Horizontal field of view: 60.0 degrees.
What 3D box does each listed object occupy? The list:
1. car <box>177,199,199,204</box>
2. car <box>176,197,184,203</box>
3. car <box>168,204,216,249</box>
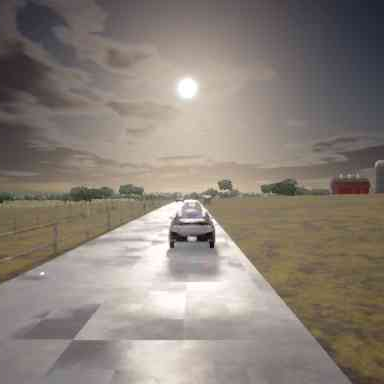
[{"bbox_3d":[0.000,1.583,29.652,2.033,1.411,5.357,0,0,0],"label":"car"},{"bbox_3d":[-2.750,1.784,76.716,2.033,1.411,5.357,0,-1,0],"label":"car"},{"bbox_3d":[0.000,1.502,14.651,2.128,1.511,4.902,0,0,0],"label":"car"}]
